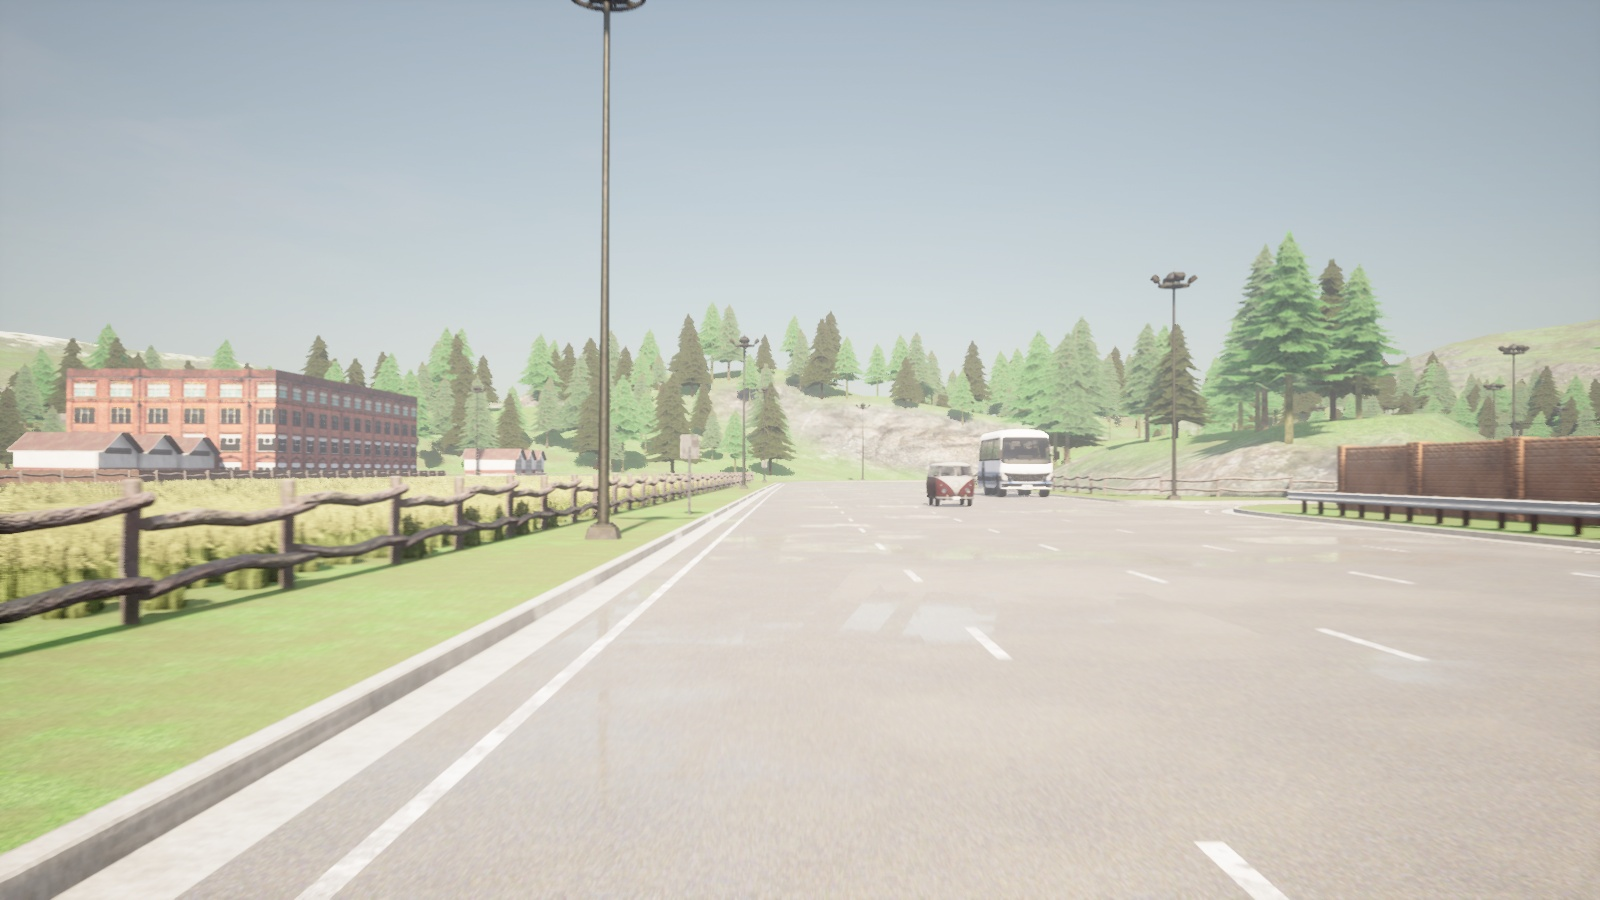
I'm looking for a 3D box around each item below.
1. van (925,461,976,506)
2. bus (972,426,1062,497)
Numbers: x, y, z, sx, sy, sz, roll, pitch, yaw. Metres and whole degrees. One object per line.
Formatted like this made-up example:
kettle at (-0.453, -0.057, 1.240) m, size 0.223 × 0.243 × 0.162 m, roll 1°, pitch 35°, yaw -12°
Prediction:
van at (6.859, 1.520, 57.459) m, size 1.775 × 1.987 × 4.442 m, roll 0°, pitch -1°, yaw 0°
bus at (13.797, 0.763, 80.893) m, size 3.944 × 4.253 × 10.273 m, roll 0°, pitch -1°, yaw 0°
